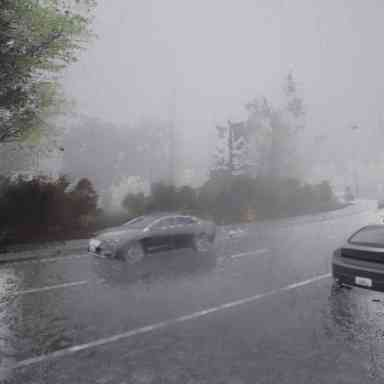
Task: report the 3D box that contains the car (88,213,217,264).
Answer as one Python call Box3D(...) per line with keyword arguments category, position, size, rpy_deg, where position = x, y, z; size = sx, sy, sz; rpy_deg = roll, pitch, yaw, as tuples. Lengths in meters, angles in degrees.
Box3D(category="car", position=(-1.257, 1.527, 12.080), size=(4.902, 1.511, 2.128), rpy_deg=(0, 0, -39))

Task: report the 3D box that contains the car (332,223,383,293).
Box3D(category="car", position=(5.246, 1.518, 8.131), size=(4.892, 1.490, 1.837), rpy_deg=(0, 0, -40))

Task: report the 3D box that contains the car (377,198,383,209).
Box3D(category="car", position=(26.227, 1.549, 44.835), size=(1.837, 1.490, 4.892), rpy_deg=(0, 0, 29))
